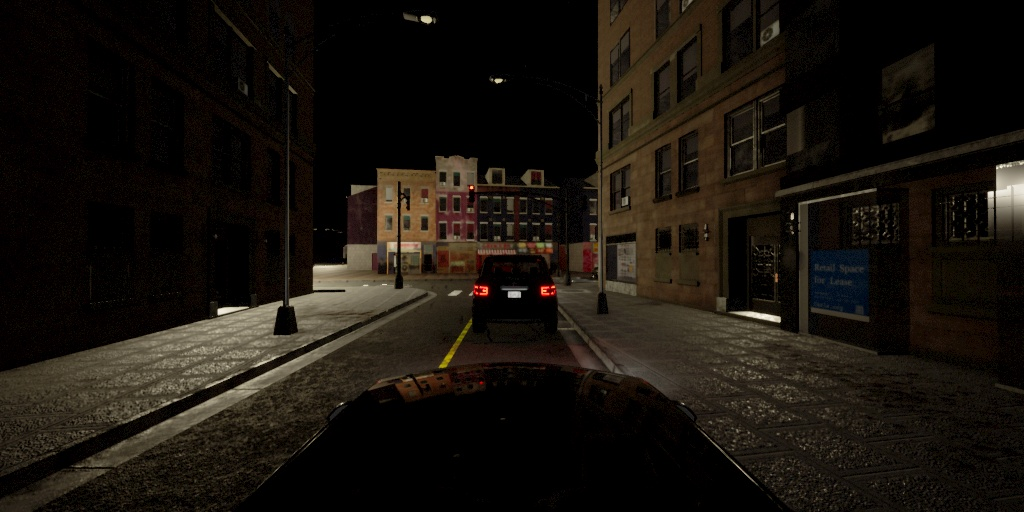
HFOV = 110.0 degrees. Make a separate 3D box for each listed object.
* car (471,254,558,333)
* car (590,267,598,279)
[{"bbox_3d":[0.097,0.972,10.864,2.150,2.045,5.566,0,0,1],"label":"car"},{"bbox_3d":[8.889,1.089,29.869,4.553,1.767,2.097,0,0,-10],"label":"car"}]
